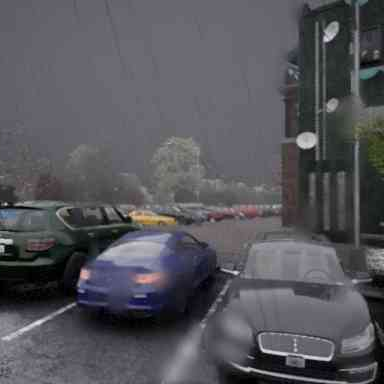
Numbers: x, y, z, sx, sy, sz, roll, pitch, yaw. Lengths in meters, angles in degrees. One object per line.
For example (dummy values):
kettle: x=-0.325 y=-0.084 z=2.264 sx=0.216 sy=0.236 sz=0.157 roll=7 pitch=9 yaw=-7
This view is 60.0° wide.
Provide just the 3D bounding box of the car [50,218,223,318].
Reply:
car: x=-0.706 y=1.540 z=7.443 sx=2.002 sy=1.452 sz=4.674 roll=0 pitch=-1 yaw=15

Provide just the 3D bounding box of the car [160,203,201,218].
car: x=-2.362 y=2.209 z=32.501 sx=5.566 sy=2.045 sz=2.435 roll=1 pitch=-1 yaw=15

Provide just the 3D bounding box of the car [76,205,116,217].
car: x=-13.890 y=2.725 z=48.051 sx=5.366 sy=1.575 sz=1.946 roll=0 pitch=-2 yaw=15

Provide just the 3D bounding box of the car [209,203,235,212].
car: x=7.051 y=3.587 z=78.061 sx=5.566 sy=2.045 sz=2.435 roll=0 pitch=-2 yaw=15

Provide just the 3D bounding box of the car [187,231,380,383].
car: x=1.705 y=1.493 z=5.731 sx=2.231 sy=1.521 sz=4.892 roll=0 pitch=-1 yaw=16

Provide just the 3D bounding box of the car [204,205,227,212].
car: x=5.418 y=3.777 z=75.596 sx=4.792 sy=1.488 sz=2.163 roll=0 pitch=-2 yaw=15

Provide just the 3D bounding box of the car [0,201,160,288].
car: x=-3.114 y=1.258 z=9.193 sx=2.435 sy=2.045 sz=5.566 roll=0 pitch=-1 yaw=16

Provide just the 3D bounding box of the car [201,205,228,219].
car: x=1.065 y=2.653 z=37.445 sx=5.008 sy=1.535 sz=2.097 roll=1 pitch=-1 yaw=15

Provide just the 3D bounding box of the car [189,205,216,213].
car: x=2.188 y=3.563 z=70.662 sx=5.366 sy=1.575 sz=1.946 roll=0 pitch=-2 yaw=15

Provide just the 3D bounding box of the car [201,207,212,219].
car: x=-0.671 y=2.599 z=34.967 sx=4.674 sy=1.452 sz=2.002 roll=1 pitch=-1 yaw=15

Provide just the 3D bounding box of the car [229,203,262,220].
car: x=6.201 y=2.674 z=44.857 sx=5.566 sy=2.045 sz=2.435 roll=1 pitch=-1 yaw=15

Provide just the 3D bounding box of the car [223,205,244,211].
car: x=10.436 y=4.020 z=82.946 sx=4.892 sy=1.521 sz=2.231 roll=0 pitch=-2 yaw=14

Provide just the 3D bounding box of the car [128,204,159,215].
car: x=-8.120 y=2.898 z=56.018 sx=4.553 sy=1.767 sz=2.185 roll=0 pitch=-2 yaw=15

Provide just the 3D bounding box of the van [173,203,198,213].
van: x=-1.264 y=3.159 z=65.793 sx=4.442 sy=1.987 sz=1.878 roll=0 pitch=-2 yaw=15

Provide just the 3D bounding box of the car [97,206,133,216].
car: x=-11.748 y=2.860 z=50.791 sx=4.792 sy=1.488 sz=2.163 roll=0 pitch=-2 yaw=15

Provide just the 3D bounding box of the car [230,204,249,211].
car: x=12.123 y=3.984 z=85.403 sx=4.553 sy=1.767 sz=2.185 roll=0 pitch=-2 yaw=14

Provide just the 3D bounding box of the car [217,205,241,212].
car: x=8.940 y=3.925 z=80.456 sx=5.366 sy=1.575 sz=1.946 roll=0 pitch=-2 yaw=14

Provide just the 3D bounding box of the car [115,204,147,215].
car: x=-9.873 y=2.808 z=53.595 sx=4.553 sy=1.767 sz=2.185 roll=0 pitch=-2 yaw=15

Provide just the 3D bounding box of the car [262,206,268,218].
car: x=7.908 y=3.046 z=47.324 sx=4.792 sy=1.488 sz=2.163 roll=1 pitch=-1 yaw=15

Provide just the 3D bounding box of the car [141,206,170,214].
car: x=-6.457 y=3.154 z=58.473 sx=4.674 sy=1.452 sz=2.002 roll=0 pitch=-2 yaw=15

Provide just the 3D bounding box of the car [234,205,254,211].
car: x=13.751 y=4.200 z=87.864 sx=5.008 sy=1.535 sz=2.097 roll=0 pitch=-2 yaw=14

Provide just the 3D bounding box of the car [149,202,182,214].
car: x=-4.790 y=2.954 z=60.931 sx=5.566 sy=2.045 sz=2.435 roll=0 pitch=-2 yaw=15

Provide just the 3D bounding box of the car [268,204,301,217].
car: x=16.526 y=3.221 z=59.670 sx=5.566 sy=2.045 sz=2.435 roll=1 pitch=-1 yaw=15

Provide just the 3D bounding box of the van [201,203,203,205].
van: x=0.429 y=3.250 z=68.242 sx=4.442 sy=1.987 sz=1.878 roll=0 pitch=-2 yaw=15

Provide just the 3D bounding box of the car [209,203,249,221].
car: x=4.481 y=2.709 z=42.401 sx=4.553 sy=1.767 sz=2.185 roll=1 pitch=-1 yaw=15

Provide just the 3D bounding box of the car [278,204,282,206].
car: x=13.106 y=3.039 z=54.733 sx=5.566 sy=2.045 sz=2.435 roll=1 pitch=-1 yaw=15

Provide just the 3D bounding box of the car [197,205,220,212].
car: x=3.668 y=3.687 z=73.157 sx=4.792 sy=1.488 sz=2.163 roll=0 pitch=-2 yaw=15

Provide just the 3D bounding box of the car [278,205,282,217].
car: x=11.330 y=3.227 z=52.264 sx=4.792 sy=1.488 sz=2.163 roll=1 pitch=-1 yaw=15

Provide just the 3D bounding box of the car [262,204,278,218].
car: x=9.627 y=2.856 z=49.797 sx=5.566 sy=2.045 sz=2.435 roll=1 pitch=-1 yaw=15

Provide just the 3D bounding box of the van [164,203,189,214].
van: x=-2.955 y=3.069 z=63.345 sx=4.442 sy=1.987 sz=1.878 roll=0 pitch=-2 yaw=15

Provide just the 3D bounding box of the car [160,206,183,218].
car: x=-3.948 y=2.354 z=29.973 sx=5.366 sy=1.575 sz=1.946 roll=1 pitch=-2 yaw=15

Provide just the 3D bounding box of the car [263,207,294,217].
car: x=14.784 y=3.380 z=57.196 sx=5.008 sy=1.535 sz=2.097 roll=1 pitch=-1 yaw=15
